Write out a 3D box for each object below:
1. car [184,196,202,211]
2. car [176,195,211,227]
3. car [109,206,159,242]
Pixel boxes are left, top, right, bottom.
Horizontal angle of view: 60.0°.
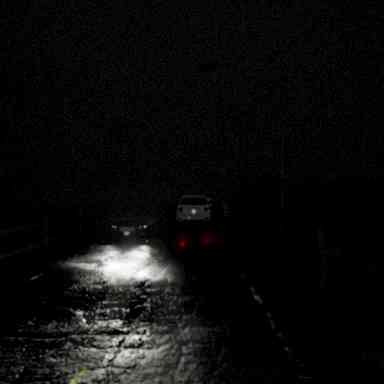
[{"bbox_3d":[0.109,1.359,42.055,2.097,1.767,4.553,0,0,0],"label":"car"},{"bbox_3d":[0.106,1.222,22.687,2.150,2.045,5.566,0,0,0],"label":"car"},{"bbox_3d":[-2.748,1.490,16.490,2.128,1.511,4.902,0,0,0],"label":"car"}]
